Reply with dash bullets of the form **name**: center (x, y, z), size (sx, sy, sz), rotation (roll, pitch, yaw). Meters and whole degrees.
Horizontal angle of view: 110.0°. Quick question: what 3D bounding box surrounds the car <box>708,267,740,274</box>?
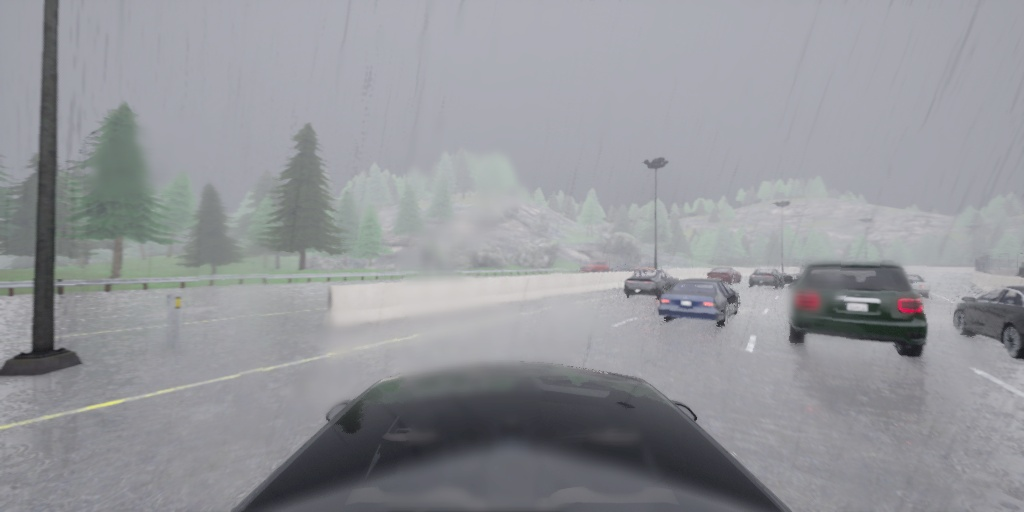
- **car**: center (19.100, 1.758, 32.232), size (1.882, 1.535, 5.008), rotation (0, -1, 44)

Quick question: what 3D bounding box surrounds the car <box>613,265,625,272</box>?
- **car**: center (16.965, 2.036, 54.600), size (4.902, 1.511, 2.128), rotation (1, -1, -41)

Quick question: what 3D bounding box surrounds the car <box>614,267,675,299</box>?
- **car**: center (7.690, 1.525, 19.450), size (2.128, 1.511, 4.902), rotation (0, -1, 39)

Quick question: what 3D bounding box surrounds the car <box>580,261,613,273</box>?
- **car**: center (12.826, 1.745, 55.608), size (5.566, 2.045, 2.150), rotation (1, -1, -42)

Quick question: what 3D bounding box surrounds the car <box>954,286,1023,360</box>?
- **car**: center (12.020, 1.416, 8.057), size (2.128, 1.511, 4.902), rotation (0, -1, 38)

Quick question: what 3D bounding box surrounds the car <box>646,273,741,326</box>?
- **car**: center (6.704, 1.486, 12.630), size (2.033, 1.411, 5.357), rotation (0, -1, 38)

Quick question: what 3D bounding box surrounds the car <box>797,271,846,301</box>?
- **car**: center (18.549, 1.689, 21.441), size (2.033, 1.411, 5.357), rotation (0, -1, 42)

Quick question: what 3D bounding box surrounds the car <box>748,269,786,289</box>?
- **car**: center (20.046, 1.730, 28.166), size (2.128, 1.511, 4.902), rotation (0, -1, 44)

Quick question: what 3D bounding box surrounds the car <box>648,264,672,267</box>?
- **car**: center (20.777, 2.024, 48.630), size (4.674, 1.442, 1.812), rotation (1, -1, -42)

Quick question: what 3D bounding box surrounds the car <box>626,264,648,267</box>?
- **car**: center (18.891, 1.873, 51.620), size (4.553, 1.767, 2.097), rotation (1, -1, -41)

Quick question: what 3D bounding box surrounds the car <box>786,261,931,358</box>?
- **car**: center (8.598, 1.139, 9.365), size (2.150, 2.045, 5.566), rotation (0, 0, 38)
